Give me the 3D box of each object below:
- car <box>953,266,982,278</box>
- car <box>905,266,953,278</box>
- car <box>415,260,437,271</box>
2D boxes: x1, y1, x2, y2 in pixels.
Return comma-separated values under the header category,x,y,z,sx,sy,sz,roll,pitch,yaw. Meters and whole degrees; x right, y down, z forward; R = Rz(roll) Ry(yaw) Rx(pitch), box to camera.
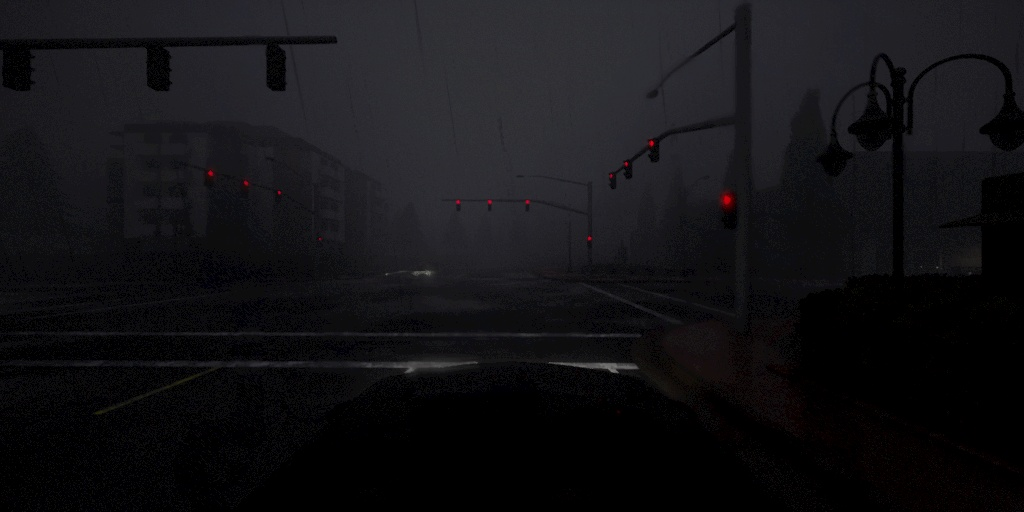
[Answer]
category,x,y,z,sx,sy,sz,roll,pitch,yaw
car,28.174,1.089,19.870,4.553,1.767,2.097,0,0,1
car,28.734,1.335,23.358,4.718,1.301,1.895,0,0,1
car,-11.414,1.245,47.718,1.882,1.535,5.008,0,1,1
